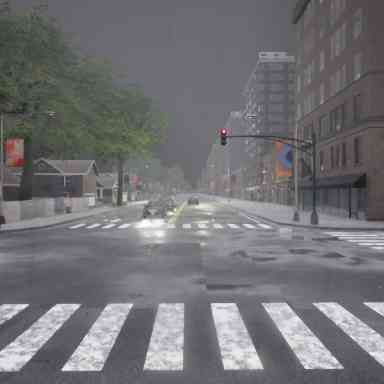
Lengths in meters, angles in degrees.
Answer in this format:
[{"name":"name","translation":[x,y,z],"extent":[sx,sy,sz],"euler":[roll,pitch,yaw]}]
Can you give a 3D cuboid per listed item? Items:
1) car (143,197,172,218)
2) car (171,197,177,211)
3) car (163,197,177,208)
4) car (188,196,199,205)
[{"name":"car","translation":[-3.263,1.504,30.175],"extent":[2.128,1.511,4.902],"euler":[0,0,0]},{"name":"car","translation":[-3.234,1.372,39.910],"extent":[2.097,1.767,4.553],"euler":[0,0,0]},{"name":"car","translation":[-3.200,1.555,49.867],"extent":[1.812,1.442,4.674],"euler":[0,0,0]},{"name":"car","translation":[0.264,1.534,61.608],"extent":[2.128,1.511,4.902],"euler":[0,0,0]}]
